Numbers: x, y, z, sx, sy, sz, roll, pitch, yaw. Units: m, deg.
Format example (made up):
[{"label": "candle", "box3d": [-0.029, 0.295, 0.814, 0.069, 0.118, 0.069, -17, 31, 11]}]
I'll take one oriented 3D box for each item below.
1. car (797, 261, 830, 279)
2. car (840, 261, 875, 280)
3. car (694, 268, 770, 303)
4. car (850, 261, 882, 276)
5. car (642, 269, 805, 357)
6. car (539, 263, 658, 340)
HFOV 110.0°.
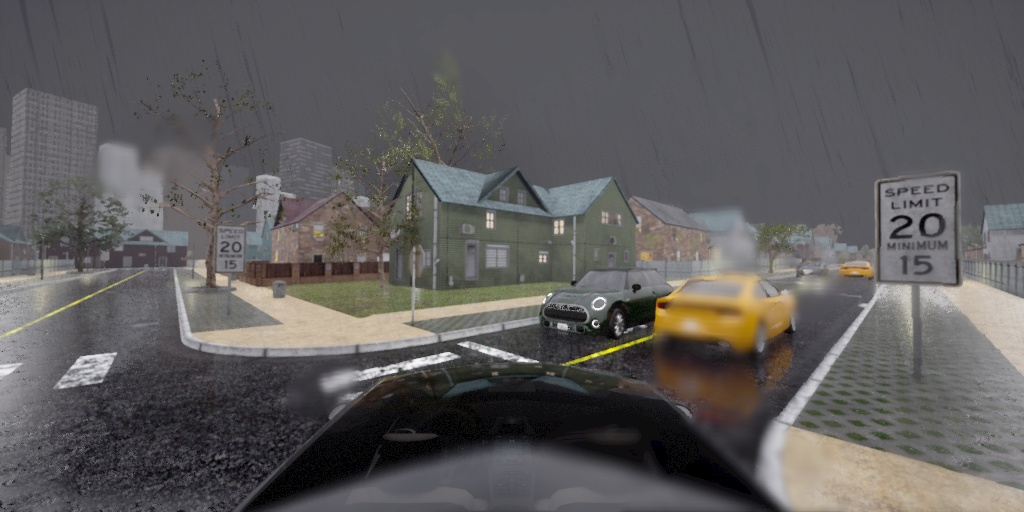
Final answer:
[{"label": "car", "box3d": [26.914, 1.203, 32.003, 4.902, 1.511, 2.128, 0, -1, -42]}, {"label": "car", "box3d": [29.102, 1.168, 30.156, 5.008, 1.535, 1.882, 0, 0, -42]}, {"label": "car", "box3d": [10.816, 1.333, 17.501, 4.718, 1.301, 1.895, 0, 0, -42]}, {"label": "car", "box3d": [36.533, 1.247, 36.945, 5.357, 1.411, 2.033, 0, -1, -42]}, {"label": "car", "box3d": [5.340, 1.213, 8.694, 5.008, 1.535, 1.882, 0, 0, -42]}, {"label": "car", "box3d": [2.838, 1.110, 10.211, 4.553, 1.767, 2.097, 0, 0, -44]}]
